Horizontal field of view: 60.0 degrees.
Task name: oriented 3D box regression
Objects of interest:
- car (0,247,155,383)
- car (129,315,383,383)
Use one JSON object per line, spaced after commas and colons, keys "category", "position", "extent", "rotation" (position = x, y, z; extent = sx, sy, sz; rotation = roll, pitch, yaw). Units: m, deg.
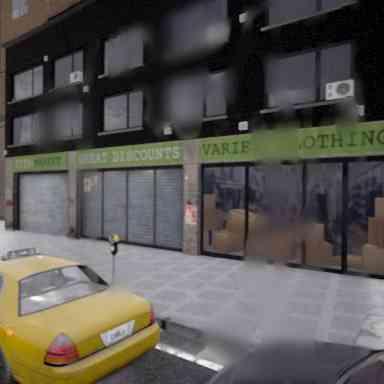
{"category": "car", "position": [-2.692, 1.521, 5.018], "extent": [4.829, 1.417, 1.752], "rotation": [0, 1, 36]}
{"category": "car", "position": [1.990, 1.551, 1.670], "extent": [4.403, 1.369, 2.008], "rotation": [0, 1, 36]}
